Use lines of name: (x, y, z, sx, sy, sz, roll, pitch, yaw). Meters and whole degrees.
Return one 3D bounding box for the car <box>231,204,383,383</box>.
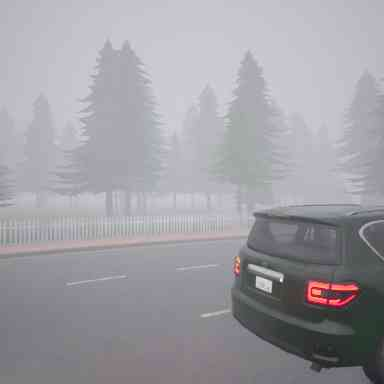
car: (3.259, 1.222, 5.320, 5.566, 2.045, 2.150, 0, 0, -28)
